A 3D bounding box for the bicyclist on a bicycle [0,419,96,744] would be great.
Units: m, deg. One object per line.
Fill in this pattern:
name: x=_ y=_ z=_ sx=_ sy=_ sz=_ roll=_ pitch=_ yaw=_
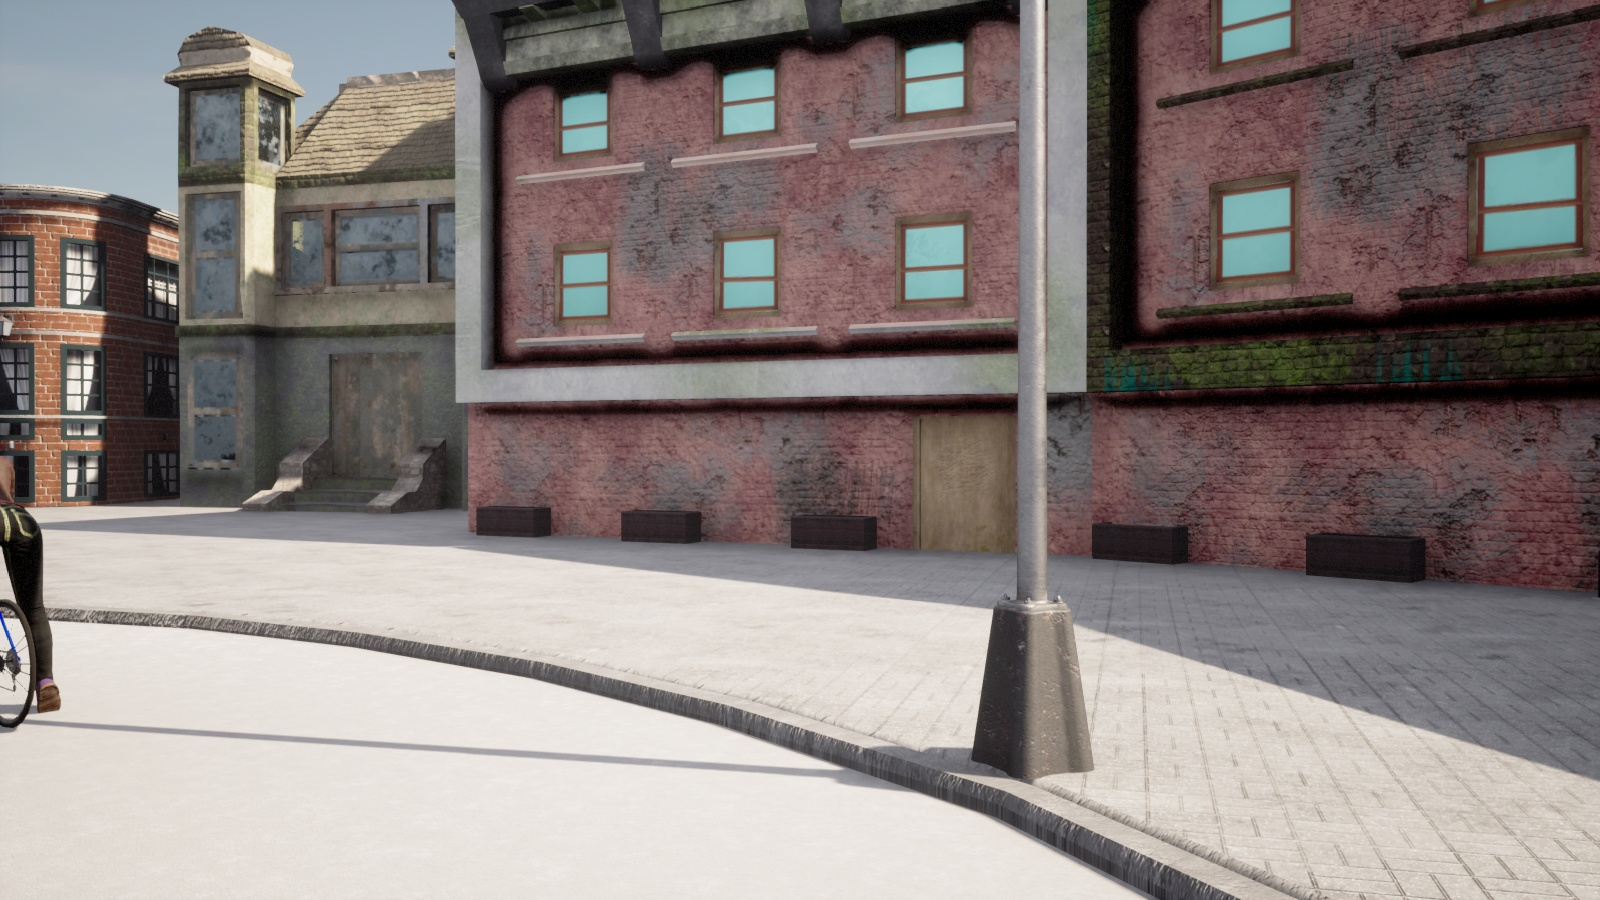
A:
bicyclist on a bicycle: x=-4.550 y=0.654 z=6.883 sx=1.656 sy=1.620 sz=0.582 roll=0 pitch=0 yaw=37
